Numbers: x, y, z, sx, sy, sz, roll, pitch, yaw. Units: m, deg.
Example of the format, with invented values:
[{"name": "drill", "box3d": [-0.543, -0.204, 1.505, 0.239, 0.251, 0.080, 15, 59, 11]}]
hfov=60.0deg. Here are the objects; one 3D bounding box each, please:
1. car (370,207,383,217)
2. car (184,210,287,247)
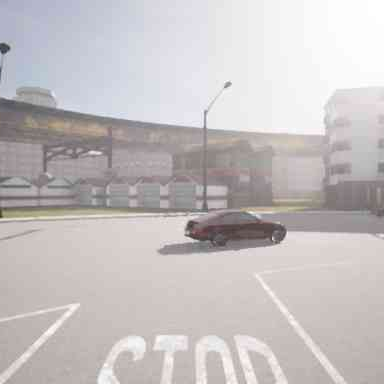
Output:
[{"name": "car", "box3d": [17.666, 1.552, 27.851, 4.718, 1.301, 1.895, 0, 0, 3]}, {"name": "car", "box3d": [1.929, 1.500, 14.621, 4.674, 1.442, 1.812, 0, 0, -23]}]
